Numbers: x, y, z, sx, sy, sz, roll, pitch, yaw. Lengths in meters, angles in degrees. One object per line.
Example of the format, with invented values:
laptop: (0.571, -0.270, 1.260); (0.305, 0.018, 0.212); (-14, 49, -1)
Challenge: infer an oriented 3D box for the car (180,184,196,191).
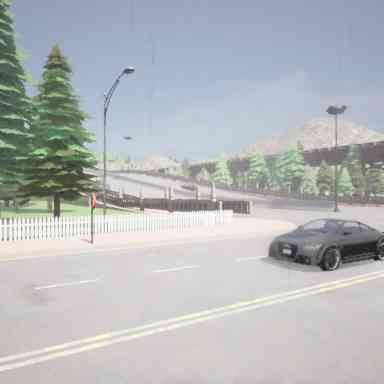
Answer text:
car: (-1.009, -1.220, 77.244); (2.128, 1.511, 4.902); (0, 7, -34)

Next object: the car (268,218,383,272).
car: (4.494, 1.564, 10.790); (4.181, 1.385, 1.994); (0, 0, -31)
